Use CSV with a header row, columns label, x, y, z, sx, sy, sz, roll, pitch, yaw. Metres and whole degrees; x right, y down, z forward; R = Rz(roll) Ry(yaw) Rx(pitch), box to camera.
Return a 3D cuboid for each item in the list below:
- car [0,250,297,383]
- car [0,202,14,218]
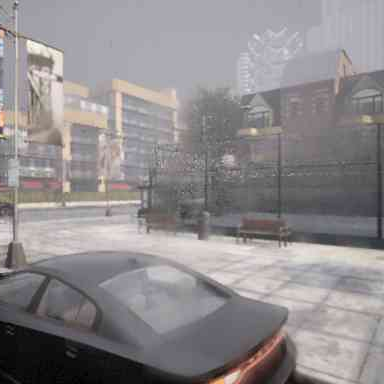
label,x,y,z,sx,sy,sz,roll,pitch,yaw
car,-1.324,1.481,4.076,5.008,1.535,2.097,0,0,35
car,-17.710,1.232,27.698,2.150,2.045,5.566,-1,0,31
